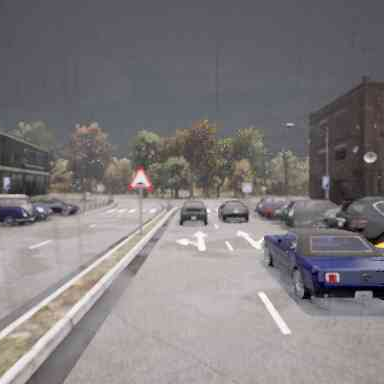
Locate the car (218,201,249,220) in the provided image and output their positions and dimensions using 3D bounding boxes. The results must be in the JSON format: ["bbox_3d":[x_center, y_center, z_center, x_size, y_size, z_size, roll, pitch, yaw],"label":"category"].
[{"bbox_3d":[3.107,1.376,25.497,1.994,1.385,4.181,0,-1,0],"label":"car"}]

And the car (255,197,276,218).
[{"bbox_3d":[7.621,1.188,27.745,4.553,1.767,2.185,0,1,0],"label":"car"}]

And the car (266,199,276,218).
[{"bbox_3d":[7.648,1.398,22.228,4.674,1.452,2.002,0,0,0],"label":"car"}]

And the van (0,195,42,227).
[{"bbox_3d":[-12.392,1.153,21.252,4.442,1.987,1.878,0,0,0],"label":"van"}]

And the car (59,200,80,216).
[{"bbox_3d":[-12.469,1.331,29.597,4.792,1.488,2.163,0,1,0],"label":"car"}]

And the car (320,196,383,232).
[{"bbox_3d":[7.673,1.171,11.193,5.566,2.045,2.435,0,0,0],"label":"car"}]

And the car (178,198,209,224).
[{"bbox_3d":[0.112,1.370,23.418,1.837,1.490,4.892,0,1,0],"label":"car"}]

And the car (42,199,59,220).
[{"bbox_3d":[-12.537,1.230,24.161,4.553,1.767,2.185,0,1,0],"label":"car"}]

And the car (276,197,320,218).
[{"bbox_3d":[7.618,1.253,19.469,4.553,1.767,2.185,0,0,0],"label":"car"}]

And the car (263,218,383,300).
[{"bbox_3d":[3.104,1.558,8.216,1.895,1.301,4.718,0,0,0],"label":"car"}]

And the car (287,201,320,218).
[{"bbox_3d":[7.654,1.397,16.708,4.892,1.521,2.231,0,0,0],"label":"car"}]

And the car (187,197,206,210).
[{"bbox_3d":[0.642,1.316,39.932,1.895,1.301,4.718,0,1,6],"label":"car"}]
